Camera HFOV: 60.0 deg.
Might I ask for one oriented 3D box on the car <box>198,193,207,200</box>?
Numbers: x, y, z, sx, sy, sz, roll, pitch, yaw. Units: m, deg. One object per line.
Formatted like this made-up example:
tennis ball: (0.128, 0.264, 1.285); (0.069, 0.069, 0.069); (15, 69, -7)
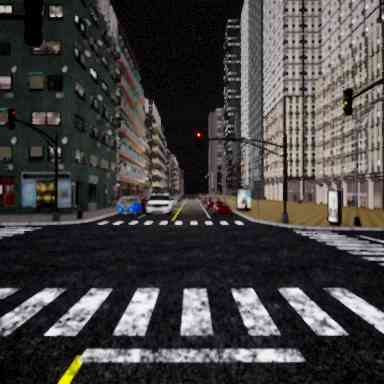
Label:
car: (2.715, 1.157, 85.584); (2.192, 1.841, 5.009); (0, 0, 0)

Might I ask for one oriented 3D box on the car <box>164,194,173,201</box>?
car: (-5.667, 1.289, 80.058); (1.967, 1.590, 4.097); (0, 0, 0)

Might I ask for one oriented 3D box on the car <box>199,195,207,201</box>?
car: (2.713, 1.431, 80.056); (1.802, 1.307, 4.206); (0, 0, 0)

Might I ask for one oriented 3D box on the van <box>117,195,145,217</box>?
van: (-5.676, 1.274, 30.310); (1.690, 1.788, 3.998); (0, 0, 0)

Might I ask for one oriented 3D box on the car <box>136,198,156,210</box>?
car: (-5.675, 1.455, 41.366); (1.887, 1.381, 4.507); (0, 0, 0)

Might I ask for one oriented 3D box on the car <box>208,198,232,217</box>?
car: (2.704, 1.515, 30.308); (1.802, 1.307, 4.206); (0, 0, 0)

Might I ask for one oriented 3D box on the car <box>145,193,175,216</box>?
car: (-3.096, 1.145, 32.149); (2.150, 2.045, 5.566); (0, 1, -1)

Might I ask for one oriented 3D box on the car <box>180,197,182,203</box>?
car: (-2.987, 1.429, 65.851); (2.033, 1.411, 5.357); (0, 0, 0)

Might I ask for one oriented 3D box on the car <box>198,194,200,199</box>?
car: (2.711, 1.415, 69.001); (2.008, 1.369, 4.403); (0, 0, 0)

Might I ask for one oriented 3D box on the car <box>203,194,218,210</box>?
car: (2.707, 1.351, 41.363); (1.967, 1.590, 4.097); (0, 0, 0)

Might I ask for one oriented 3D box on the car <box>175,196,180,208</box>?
car: (-3.073, 1.427, 46.619); (1.812, 1.442, 4.674); (0, 1, 0)

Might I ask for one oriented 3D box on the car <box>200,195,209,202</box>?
car: (2.712, 1.401, 74.529); (1.887, 1.381, 4.507); (0, 0, 0)

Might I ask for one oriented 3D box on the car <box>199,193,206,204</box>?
car: (2.710, 1.321, 57.946); (1.967, 1.590, 4.097); (0, 0, 0)

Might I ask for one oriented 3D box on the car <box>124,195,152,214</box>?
car: (-5.674, 1.237, 35.838); (2.192, 1.841, 5.009); (0, 0, 0)
